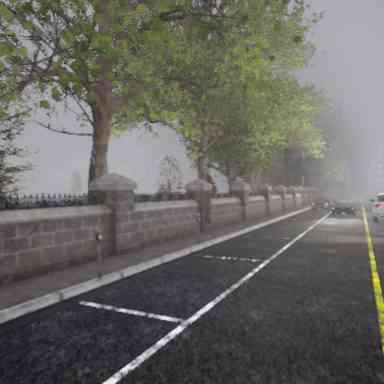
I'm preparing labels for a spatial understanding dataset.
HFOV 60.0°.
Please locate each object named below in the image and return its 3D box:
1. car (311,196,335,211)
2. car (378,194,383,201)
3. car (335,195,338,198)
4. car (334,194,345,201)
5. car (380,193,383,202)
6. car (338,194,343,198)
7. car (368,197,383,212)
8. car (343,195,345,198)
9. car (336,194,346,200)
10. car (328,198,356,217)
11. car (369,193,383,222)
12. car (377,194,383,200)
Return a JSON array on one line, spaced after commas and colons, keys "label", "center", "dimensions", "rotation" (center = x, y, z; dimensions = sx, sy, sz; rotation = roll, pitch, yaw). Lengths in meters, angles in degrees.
[{"label": "car", "center": [14.596, 1.292, 37.506], "dimensions": [1.967, 1.590, 4.097], "rotation": [-1, 0, 27]}, {"label": "car", "center": [39.819, 1.166, 68.927], "dimensions": [1.947, 1.339, 4.313], "rotation": [-1, 0, 27]}, {"label": "car", "center": [17.129, 1.268, 42.532], "dimensions": [1.967, 1.590, 4.097], "rotation": [-1, 0, 27]}, {"label": "car", "center": [32.336, 1.245, 72.698], "dimensions": [2.008, 1.369, 4.403], "rotation": [-1, 0, 27]}, {"label": "car", "center": [37.283, 1.061, 63.900], "dimensions": [1.967, 1.590, 4.097], "rotation": [-1, 0, 27]}, {"label": "car", "center": [22.200, 1.331, 52.588], "dimensions": [2.008, 1.369, 4.403], "rotation": [-1, 0, 27]}, {"label": "car", "center": [20.264, 1.330, 36.030], "dimensions": [2.033, 1.411, 5.357], "rotation": [-1, 0, 27]}, {"label": "car", "center": [29.725, 1.240, 67.519], "dimensions": [1.752, 1.417, 4.829], "rotation": [-1, 0, 27]}, {"label": "car", "center": [34.792, 1.201, 77.575], "dimensions": [1.752, 1.417, 4.829], "rotation": [-1, 0, 27]}, {"label": "car", "center": [13.542, 1.456, 29.586], "dimensions": [1.895, 1.301, 4.718], "rotation": [-1, 0, 27]}, {"label": "car", "center": [14.192, 1.065, 23.935], "dimensions": [2.150, 2.045, 5.566], "rotation": [-1, 0, 28]}, {"label": "car", "center": [42.429, 1.106, 74.108], "dimensions": [1.752, 1.417, 4.829], "rotation": [-1, 0, 27]}]
